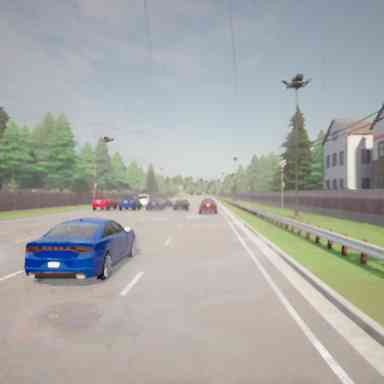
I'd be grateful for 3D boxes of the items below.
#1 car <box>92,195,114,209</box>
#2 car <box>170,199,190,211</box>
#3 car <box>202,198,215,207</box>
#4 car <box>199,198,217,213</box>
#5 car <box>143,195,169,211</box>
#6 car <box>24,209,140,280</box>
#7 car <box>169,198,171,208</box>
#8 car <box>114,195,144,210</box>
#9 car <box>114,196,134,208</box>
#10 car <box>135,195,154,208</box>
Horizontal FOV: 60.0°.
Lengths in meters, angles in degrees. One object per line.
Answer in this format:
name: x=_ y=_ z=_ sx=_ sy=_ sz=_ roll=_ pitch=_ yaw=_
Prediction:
car: x=-11.899 y=1.449 z=45.522 sx=2.150 sy=2.045 sz=5.566 roll=0 pitch=0 yaw=3
car: x=-1.414 y=1.746 z=44.965 sx=1.837 sy=1.490 sz=4.892 roll=0 pitch=0 yaw=3
car: x=2.905 y=1.815 z=59.134 sx=2.128 sy=1.511 sz=4.902 roll=0 pitch=0 yaw=3
car: x=1.932 y=1.570 z=39.818 sx=2.097 sy=1.767 sz=4.553 roll=0 pitch=0 yaw=3
car: x=-4.890 y=1.590 z=45.527 sx=2.097 sy=1.767 sz=4.553 roll=0 pitch=0 yaw=3
car: x=-3.060 y=1.528 z=10.144 sx=1.882 sy=1.535 sz=5.008 roll=0 pitch=0 yaw=3
car: x=-4.390 y=1.645 z=55.518 sx=2.097 sy=1.767 sz=4.553 roll=0 pitch=0 yaw=3
car: x=-8.404 y=1.453 z=45.347 sx=2.150 sy=2.045 sz=5.566 roll=0 pitch=0 yaw=3
car: x=-11.381 y=1.636 z=55.868 sx=2.097 sy=1.767 sz=4.553 roll=0 pitch=0 yaw=3
car: x=-7.882 y=1.510 z=55.754 sx=2.150 sy=2.045 sz=5.566 roll=0 pitch=0 yaw=3
